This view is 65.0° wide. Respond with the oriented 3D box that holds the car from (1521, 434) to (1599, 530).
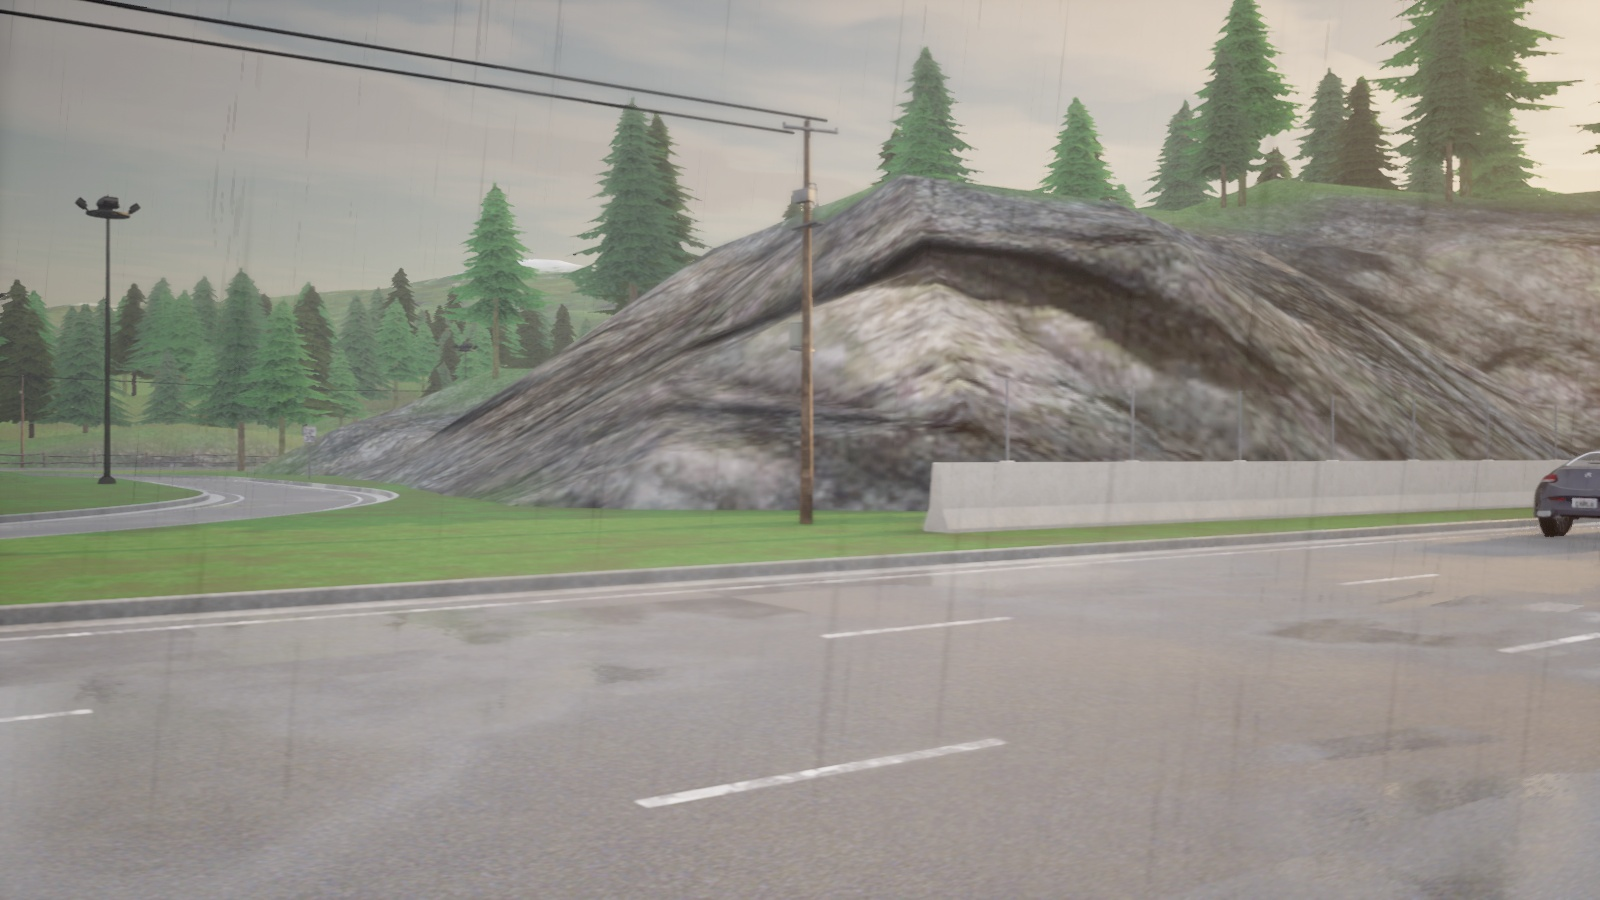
[{"bbox_3d":[15.596,0.547,23.043,5.027,1.651,2.152,0,0,-35],"label":"car"}]
